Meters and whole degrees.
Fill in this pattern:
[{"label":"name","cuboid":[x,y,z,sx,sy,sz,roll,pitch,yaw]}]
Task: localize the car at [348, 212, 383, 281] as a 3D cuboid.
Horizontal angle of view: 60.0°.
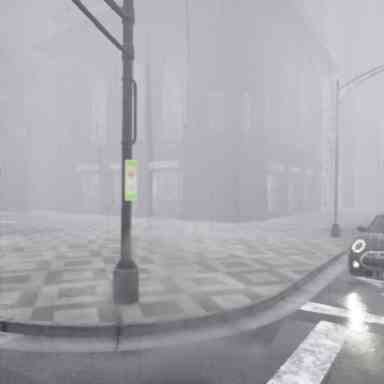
[{"label":"car","cuboid":[5.987,1.389,9.511,2.097,1.767,4.553,1,0,36]}]
